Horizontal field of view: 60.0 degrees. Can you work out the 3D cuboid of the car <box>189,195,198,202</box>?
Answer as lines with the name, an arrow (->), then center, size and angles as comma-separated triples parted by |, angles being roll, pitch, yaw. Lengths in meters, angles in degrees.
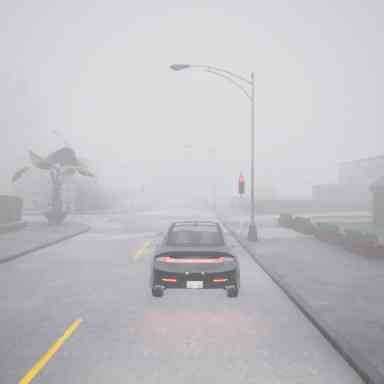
car -> 0.290, 1.465, 74.479 | 1.882, 1.535, 5.008 | 0, 0, 0

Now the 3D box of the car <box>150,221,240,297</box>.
car -> 0.084, 1.492, 8.544 | 2.128, 1.511, 4.902 | 0, 0, 1

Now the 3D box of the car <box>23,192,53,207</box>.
car -> -19.593, 0.986, 43.003 | 1.905, 1.878, 3.866 | 0, 0, 35

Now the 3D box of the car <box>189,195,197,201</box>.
car -> 0.331, 1.541, 84.715 | 1.994, 1.385, 4.181 | 0, 0, 0
